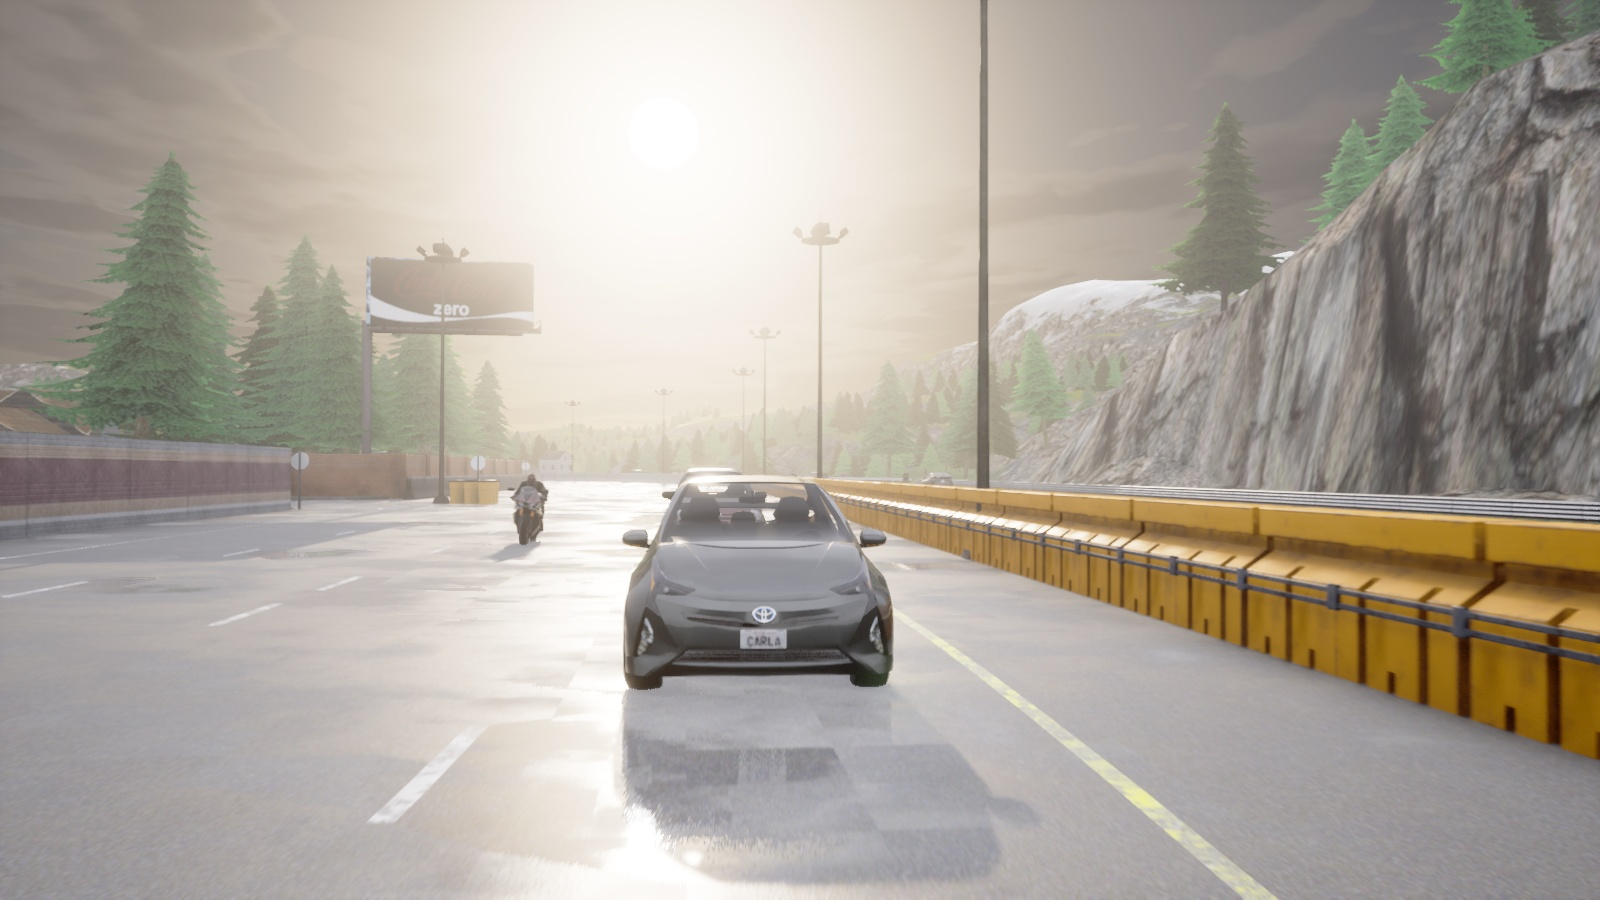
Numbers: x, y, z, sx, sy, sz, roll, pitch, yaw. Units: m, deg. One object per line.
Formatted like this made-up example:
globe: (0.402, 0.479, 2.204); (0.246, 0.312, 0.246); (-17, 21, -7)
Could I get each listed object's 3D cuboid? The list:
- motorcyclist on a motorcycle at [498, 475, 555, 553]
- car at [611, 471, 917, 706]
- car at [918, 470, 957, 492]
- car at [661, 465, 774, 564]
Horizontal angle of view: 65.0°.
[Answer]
motorcyclist on a motorcycle: (-5.774, 1.319, 26.657); (0.866, 1.530, 2.191); (3, -1, -6)
car: (-0.414, 0.939, 10.509); (2.007, 1.525, 4.514); (0, -1, -5)
car: (9.974, 2.253, 91.579); (2.007, 1.525, 4.514); (0, -1, -5)
car: (-1.557, 1.100, 22.747); (1.851, 1.617, 3.988); (0, -1, -6)
